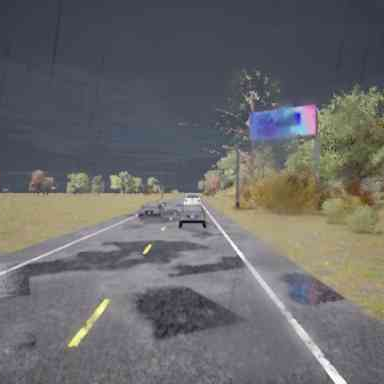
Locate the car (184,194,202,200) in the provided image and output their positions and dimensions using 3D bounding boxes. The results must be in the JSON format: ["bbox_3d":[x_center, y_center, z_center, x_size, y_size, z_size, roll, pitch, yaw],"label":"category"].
[{"bbox_3d":[0.101,1.224,43.718,2.150,2.045,5.566,0,0,0],"label":"car"}]

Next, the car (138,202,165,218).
[{"bbox_3d":[-3.551,1.568,29.623,1.994,1.385,4.181,0,0,1],"label":"car"}]

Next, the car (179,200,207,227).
[{"bbox_3d":[0.051,1.550,22.950,2.033,1.411,5.357,0,0,1],"label":"car"}]
